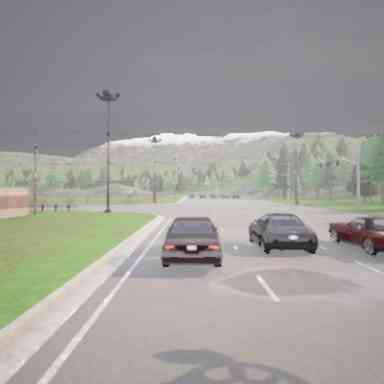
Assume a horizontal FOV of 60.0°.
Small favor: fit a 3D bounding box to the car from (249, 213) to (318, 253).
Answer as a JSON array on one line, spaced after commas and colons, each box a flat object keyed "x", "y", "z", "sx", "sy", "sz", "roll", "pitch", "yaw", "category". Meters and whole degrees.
[{"x": 3.549, "y": 1.545, "z": 13.586, "sx": 1.994, "sy": 1.385, "sz": 4.181, "roll": 0, "pitch": 0, "yaw": 1, "category": "car"}]

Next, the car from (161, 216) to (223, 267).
[{"x": 0.022, "y": 1.532, "z": 11.359, "sx": 2.033, "sy": 1.411, "sz": 5.357, "roll": 0, "pitch": 0, "yaw": 1, "category": "car"}]

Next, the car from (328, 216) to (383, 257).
[{"x": 7.040, "y": 1.582, "z": 12.887, "sx": 1.895, "sy": 1.301, "sz": 4.718, "roll": 0, "pitch": 0, "yaw": 1, "category": "car"}]
